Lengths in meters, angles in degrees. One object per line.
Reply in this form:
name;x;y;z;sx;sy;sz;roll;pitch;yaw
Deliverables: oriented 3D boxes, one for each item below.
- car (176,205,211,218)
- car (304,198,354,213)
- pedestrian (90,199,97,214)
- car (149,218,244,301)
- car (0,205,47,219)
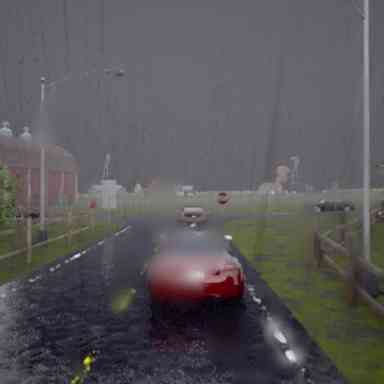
car;0.092;1.588;20.599;1.837;1.490;4.892;0;0;0
car;14.222;1.368;34.661;5.008;1.535;1.882;-1;-1;-4
pedestrian;-11.188;1.638;37.610;0.375;1.860;0.375;0;0;4
car;0.098;1.598;8.432;1.994;1.385;4.181;0;0;0
car;-16.996;1.920;32.167;5.357;1.411;2.033;-1;-1;5
